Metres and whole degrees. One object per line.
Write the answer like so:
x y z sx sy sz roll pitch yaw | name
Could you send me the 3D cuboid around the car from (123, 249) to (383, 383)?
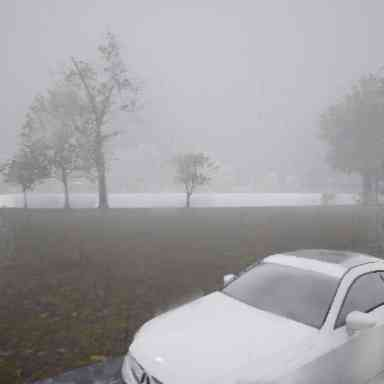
1.483 1.524 4.131 4.674 1.442 1.812 0 0 -36 | car
